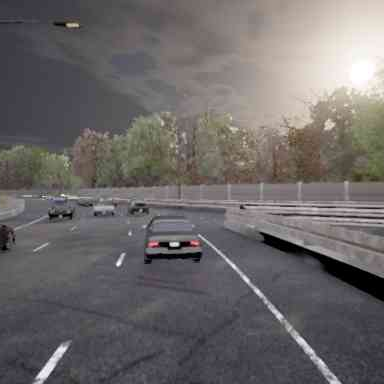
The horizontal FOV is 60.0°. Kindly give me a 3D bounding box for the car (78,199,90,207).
[{"bbox_3d":[-16.816,1.679,51.632,1.895,1.301,4.718,0,0,-28],"label":"car"}]

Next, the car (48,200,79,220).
[{"bbox_3d":[-11.222,1.653,28.960,1.895,1.301,4.718,0,0,-16],"label":"car"}]

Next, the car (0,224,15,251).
[{"bbox_3d":[-7.844,1.541,11.440,1.837,1.490,4.892,0,0,-6],"label":"car"}]

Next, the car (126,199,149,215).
[{"bbox_3d":[-5.731,1.531,34.718,1.837,1.490,4.892,0,0,-18],"label":"car"}]

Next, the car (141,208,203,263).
[{"bbox_3d":[-0.794,1.551,12.035,2.033,1.411,5.357,0,0,-7],"label":"car"}]

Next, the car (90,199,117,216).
[{"bbox_3d":[-9.065,1.643,33.802,1.895,1.301,4.718,0,0,-18],"label":"car"}]

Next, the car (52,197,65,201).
[{"bbox_3d":[-20.596,1.574,51.215,1.882,1.535,5.008,0,0,-29],"label":"car"}]
